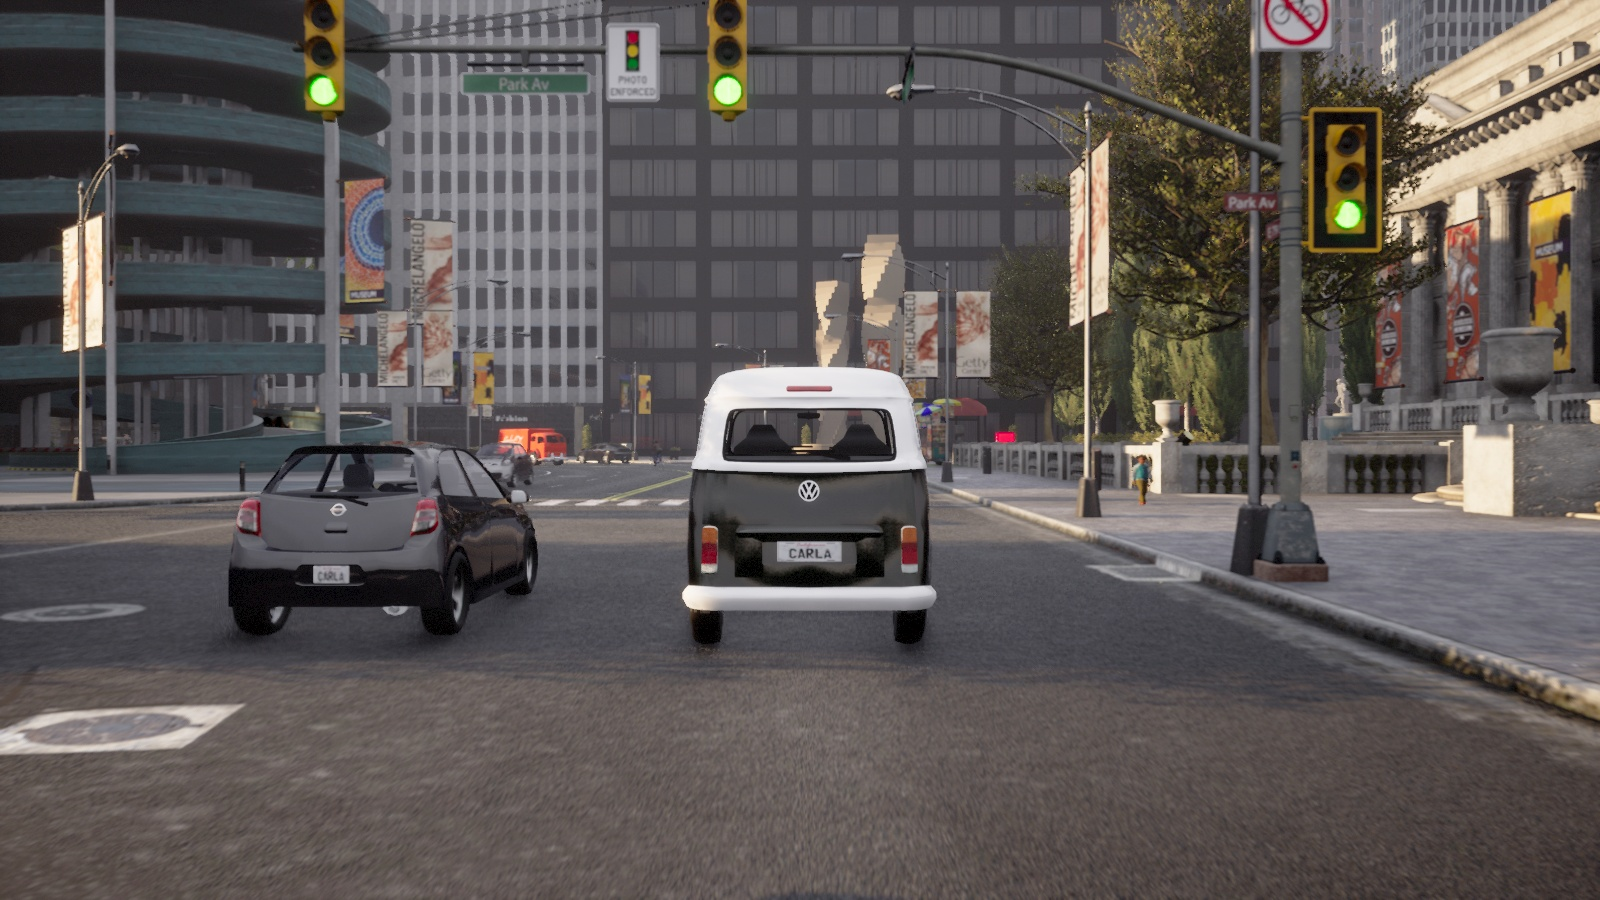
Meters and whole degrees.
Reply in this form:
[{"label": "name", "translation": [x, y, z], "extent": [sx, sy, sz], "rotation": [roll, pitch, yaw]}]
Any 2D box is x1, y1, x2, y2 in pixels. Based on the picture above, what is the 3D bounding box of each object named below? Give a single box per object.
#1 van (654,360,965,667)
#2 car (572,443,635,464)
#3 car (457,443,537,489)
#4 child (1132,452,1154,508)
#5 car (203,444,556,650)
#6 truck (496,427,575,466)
[{"label": "van", "translation": [0.075, 0.410, 10.594], "extent": [2.069, 2.038, 4.480], "rotation": [0, 0, 0]}, {"label": "car", "translation": [-13.986, 0.238, 89.301], "extent": [4.892, 1.490, 1.837], "rotation": [0, 0, 45]}, {"label": "car", "translation": [-10.248, 0.512, 42.691], "extent": [1.845, 1.501, 3.633], "rotation": [0, 0, 0]}, {"label": "child", "translation": [7.340, 0.638, 26.868], "extent": [0.343, 1.192, 0.448], "rotation": [0, 0, 1]}, {"label": "car", "translation": [-3.423, 0.696, 10.978], "extent": [1.845, 1.501, 3.633], "rotation": [0, 0, 0]}, {"label": "truck", "translation": [-17.529, -0.221, 82.981], "extent": [5.204, 2.467, 2.627], "rotation": [0, 0, 44]}]
